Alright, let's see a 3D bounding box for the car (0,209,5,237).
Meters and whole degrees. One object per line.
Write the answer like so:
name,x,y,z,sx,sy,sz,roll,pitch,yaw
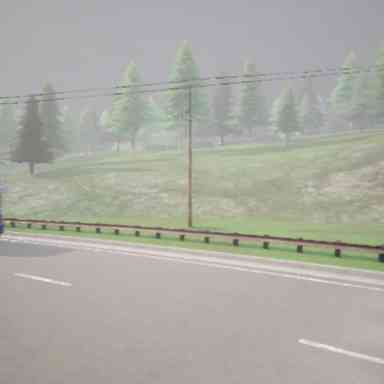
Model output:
car,-9.971,1.051,13.146,5.566,2.045,2.150,1,1,24
